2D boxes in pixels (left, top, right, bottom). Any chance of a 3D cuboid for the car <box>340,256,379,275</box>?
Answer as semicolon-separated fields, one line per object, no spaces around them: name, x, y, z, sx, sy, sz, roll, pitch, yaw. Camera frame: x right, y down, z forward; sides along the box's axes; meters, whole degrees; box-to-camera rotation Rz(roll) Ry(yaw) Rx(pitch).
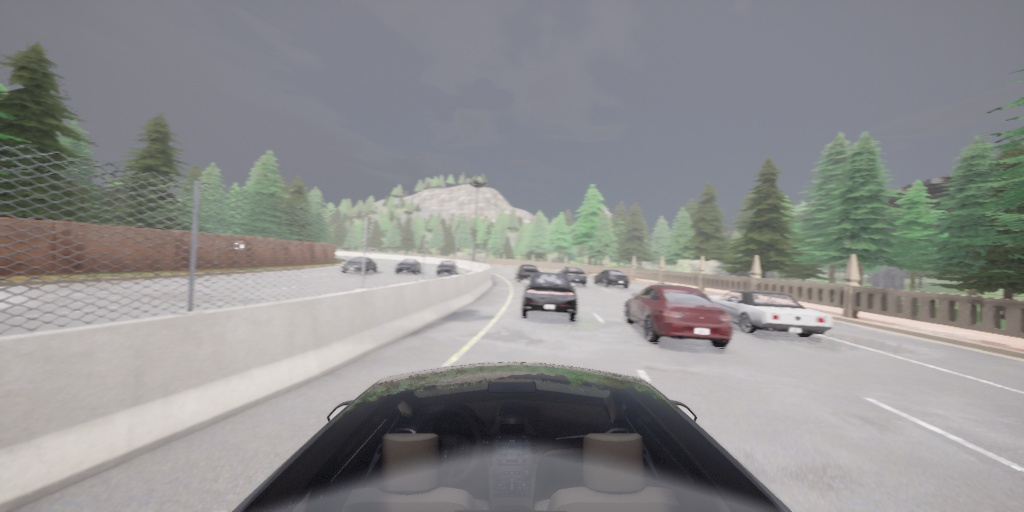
car;-12.865;0.750;30.670;1.812;1.442;4.674;3;-1;-5

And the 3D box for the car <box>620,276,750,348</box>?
car;4.577;1.564;10.395;1.812;1.442;4.674;3;0;7

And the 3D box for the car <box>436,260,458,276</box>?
car;-6.235;1.144;34.588;2.033;1.411;5.357;3;0;-7

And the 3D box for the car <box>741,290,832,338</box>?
car;8.319;1.848;12.472;1.895;1.301;4.718;3;0;5

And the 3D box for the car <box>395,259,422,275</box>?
car;-9.676;0.958;33.947;2.033;1.411;5.357;3;0;-7

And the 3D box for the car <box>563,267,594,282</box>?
car;4.853;1.649;29.948;2.128;1.511;4.902;3;0;-4

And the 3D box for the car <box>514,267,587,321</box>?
car;1.361;1.375;13.424;2.128;1.511;4.902;3;0;5

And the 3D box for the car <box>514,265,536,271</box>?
car;1.281;1.479;30.933;1.837;1.490;4.892;3;0;-4

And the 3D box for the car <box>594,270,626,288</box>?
car;8.329;1.868;30.212;1.812;1.442;4.674;3;0;-4
